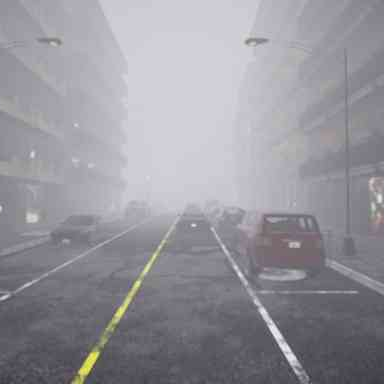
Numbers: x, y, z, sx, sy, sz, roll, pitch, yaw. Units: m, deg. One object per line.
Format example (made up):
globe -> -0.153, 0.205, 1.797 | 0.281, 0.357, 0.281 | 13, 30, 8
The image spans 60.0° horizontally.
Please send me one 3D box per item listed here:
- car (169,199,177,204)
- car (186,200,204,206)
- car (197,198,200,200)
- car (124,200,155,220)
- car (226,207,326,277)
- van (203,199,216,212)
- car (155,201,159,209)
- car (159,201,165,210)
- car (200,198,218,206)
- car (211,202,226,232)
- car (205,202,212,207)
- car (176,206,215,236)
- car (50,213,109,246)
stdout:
car -> -5.353, 2.716, 93.031 | 1.947, 1.339, 4.313 | 1, -1, 0
car -> 0.082, 1.925, 37.653 | 1.837, 1.490, 4.892 | 0, -1, 0
car -> 2.531, 2.466, 93.085 | 2.192, 1.841, 5.009 | 1, -1, 0
car -> -5.311, 1.677, 32.833 | 2.192, 1.841, 5.009 | 1, -1, 0
car -> 2.549, 1.426, 10.658 | 2.192, 1.841, 5.009 | 1, -1, 0
van -> 2.524, 1.911, 49.376 | 1.690, 1.788, 3.998 | 1, -1, 0
car -> -5.320, 1.974, 38.362 | 1.887, 1.381, 4.507 | 1, -1, 0
car -> -5.331, 2.225, 54.954 | 1.802, 1.307, 4.206 | 1, -1, 0
car -> 2.528, 1.813, 43.845 | 2.192, 1.841, 5.009 | 1, -1, 0
car -> 2.539, 1.673, 21.720 | 1.967, 1.590, 4.097 | 1, -1, 0
car -> 2.529, 1.943, 32.780 | 1.802, 1.307, 4.206 | 1, -1, 0
car -> 0.090, 1.774, 19.769 | 1.994, 1.385, 4.181 | 0, -1, 0
car -> -5.307, 1.738, 16.242 | 1.947, 1.339, 4.313 | 1, -1, 0
